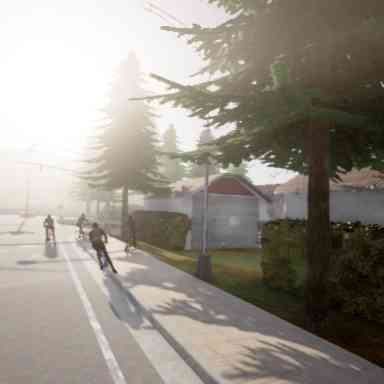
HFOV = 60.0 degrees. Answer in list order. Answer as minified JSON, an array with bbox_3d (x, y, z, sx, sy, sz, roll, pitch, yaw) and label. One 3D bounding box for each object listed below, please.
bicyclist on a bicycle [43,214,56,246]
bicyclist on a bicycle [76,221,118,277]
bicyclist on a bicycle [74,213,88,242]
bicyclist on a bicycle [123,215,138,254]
[{"bbox_3d":[-7.446,1.975,17.290,0.582,1.620,1.656,4,-4,-33],"label":"bicyclist on a bicycle"},{"bbox_3d":[-2.758,1.720,10.103,0.582,1.620,1.656,-17,-1,-8],"label":"bicyclist on a bicycle"},{"bbox_3d":[-6.193,2.007,18.954,0.582,1.620,1.656,-11,-3,21],"label":"bicyclist on a bicycle"},{"bbox_3d":[-2.656,1.832,14.422,0.582,1.620,1.656,2,-3,6],"label":"bicyclist on a bicycle"}]
